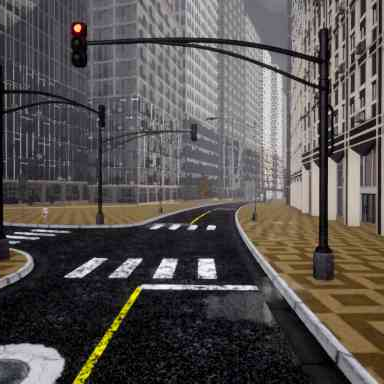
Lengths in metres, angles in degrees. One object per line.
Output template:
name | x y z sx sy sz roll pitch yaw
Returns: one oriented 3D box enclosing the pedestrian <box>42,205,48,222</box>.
pedestrian | -9.295 1.345 21.045 0.500 1.100 0.500 0 0 17
